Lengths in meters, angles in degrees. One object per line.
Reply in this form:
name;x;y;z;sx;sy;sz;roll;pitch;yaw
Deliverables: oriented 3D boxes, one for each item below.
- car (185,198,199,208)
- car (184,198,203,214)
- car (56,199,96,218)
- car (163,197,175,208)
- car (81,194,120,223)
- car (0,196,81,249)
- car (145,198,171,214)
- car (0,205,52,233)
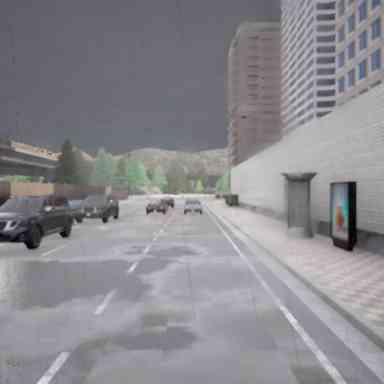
car;0.056;1.520;46.935;1.895;1.301;4.718;0;0;1
car;0.110;1.542;34.552;1.895;1.301;4.718;0;0;0
car;-10.546;1.425;30.644;1.882;1.535;5.008;0;0;0
car;-3.440;1.397;47.115;1.882;1.535;5.008;0;0;1
car;-7.053;1.178;25.446;2.150;2.045;5.566;0;0;0
car;-7.077;1.197;14.717;2.150;2.045;5.566;0;0;0
car;-3.478;1.543;33.743;1.895;1.301;4.718;0;0;0
car;-10.578;1.566;20.425;1.895;1.301;4.718;0;0;0
